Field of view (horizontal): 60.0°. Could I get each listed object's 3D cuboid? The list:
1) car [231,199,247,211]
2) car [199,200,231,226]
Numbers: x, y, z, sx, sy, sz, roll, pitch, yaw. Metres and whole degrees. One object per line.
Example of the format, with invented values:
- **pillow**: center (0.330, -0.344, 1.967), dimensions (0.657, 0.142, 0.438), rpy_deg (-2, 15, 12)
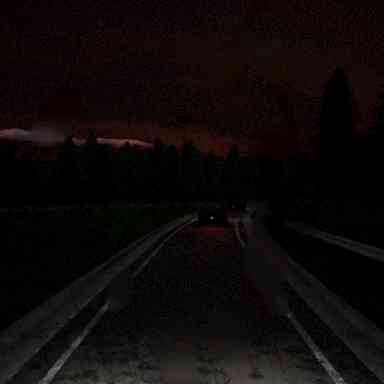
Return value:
- **car**: center (5.594, 1.572, 41.334), dimensions (2.128, 1.511, 4.902), rpy_deg (0, 0, 18)
- **car**: center (1.615, 1.525, 24.052), dimensions (1.882, 1.535, 5.008), rpy_deg (0, 0, 8)
